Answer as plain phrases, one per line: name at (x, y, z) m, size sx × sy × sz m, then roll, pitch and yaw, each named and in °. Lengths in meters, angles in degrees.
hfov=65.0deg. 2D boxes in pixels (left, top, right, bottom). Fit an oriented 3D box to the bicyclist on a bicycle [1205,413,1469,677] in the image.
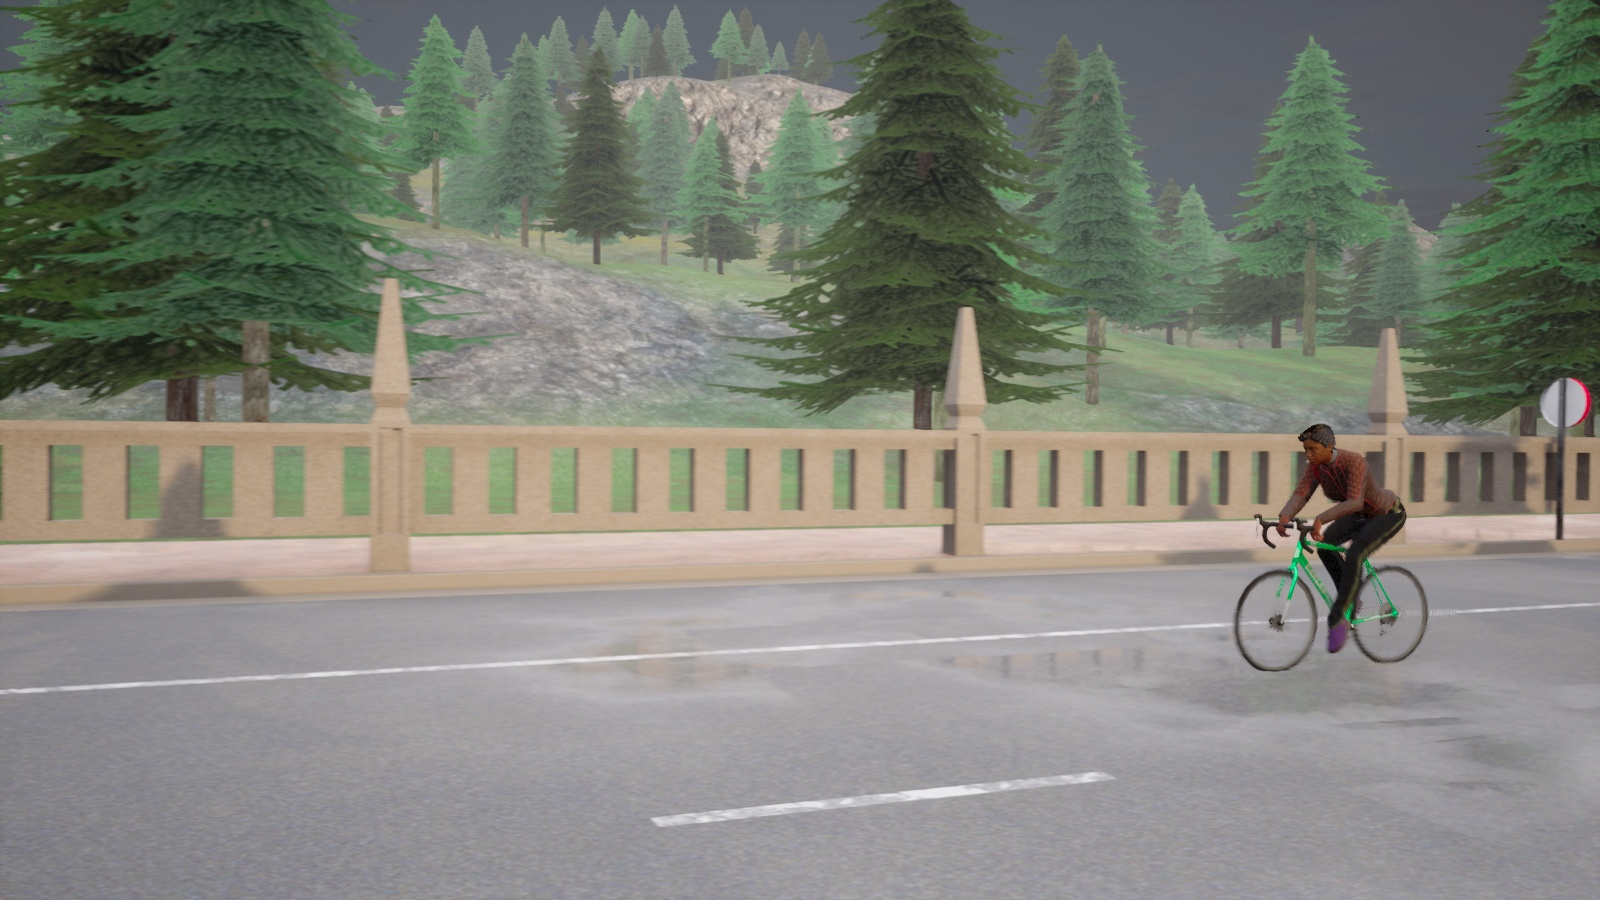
bicyclist on a bicycle at (3.568, 0.577, 8.337) m, size 1.656 × 1.620 × 0.582 m, roll -1°, pitch 1°, yaw -21°
